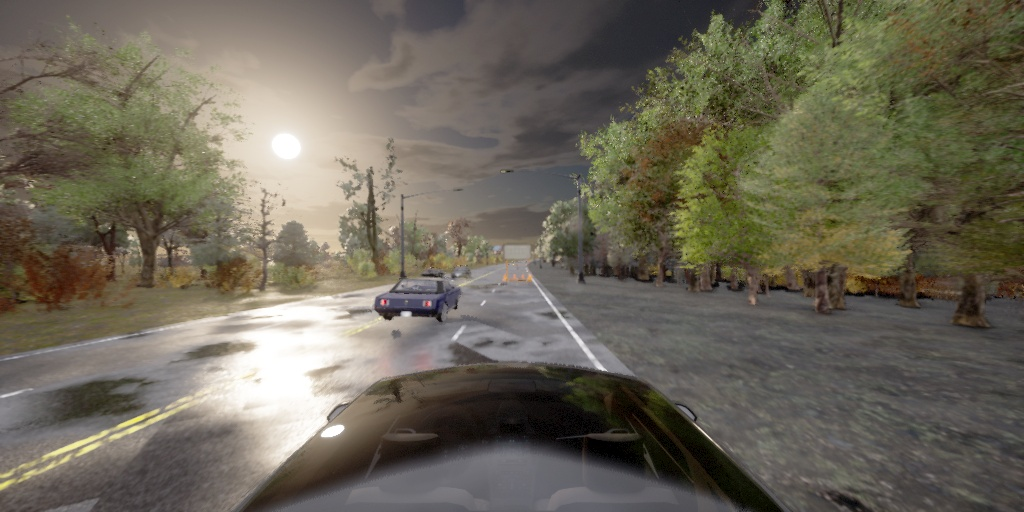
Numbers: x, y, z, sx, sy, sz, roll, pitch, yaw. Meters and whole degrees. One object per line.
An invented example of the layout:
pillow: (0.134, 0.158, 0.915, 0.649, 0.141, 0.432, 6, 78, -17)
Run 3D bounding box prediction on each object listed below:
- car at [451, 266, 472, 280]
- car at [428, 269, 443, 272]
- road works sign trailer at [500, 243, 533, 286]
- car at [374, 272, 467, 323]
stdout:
car: (-5.899, 1.964, 42.027, 2.128, 1.511, 4.902, -1, -1, 1)
car: (-9.161, 2.111, 41.566, 1.895, 1.301, 4.718, -1, -1, 1)
road works sign trailer: (0.479, 0.694, 30.494, 2.380, 3.560, 2.880, 0, 0, 1)
car: (-2.958, 1.398, 12.395, 1.895, 1.301, 4.718, 2, -1, 1)
